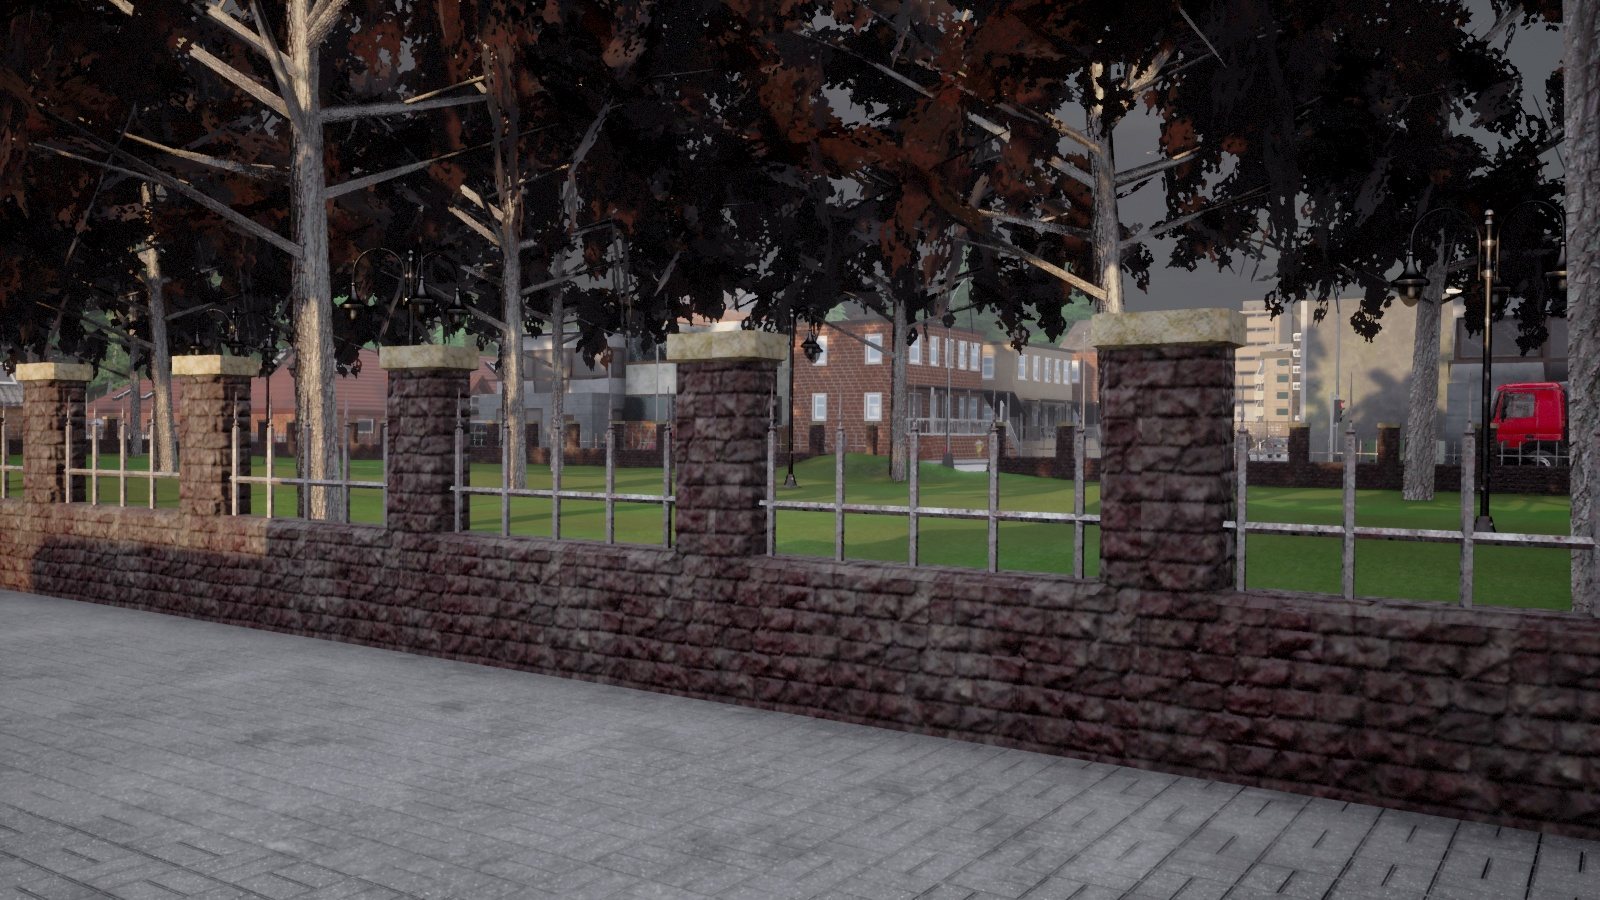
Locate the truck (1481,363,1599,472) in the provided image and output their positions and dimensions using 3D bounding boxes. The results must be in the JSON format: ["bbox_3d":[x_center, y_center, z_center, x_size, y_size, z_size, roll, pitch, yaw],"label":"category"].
[{"bbox_3d":[26.780,-1.050,40.767,7.936,3.462,2.891,0,1,34],"label":"truck"}]

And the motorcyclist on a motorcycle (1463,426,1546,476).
[{"bbox_3d":[21.969,0.032,39.185,2.191,1.530,0.866,0,1,34],"label":"motorcyclist on a motorcycle"}]

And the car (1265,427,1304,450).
[{"bbox_3d":[34.099,-0.804,88.297,1.789,1.549,3.705,0,1,34],"label":"car"}]

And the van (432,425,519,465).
[{"bbox_3d":[-16.780,-0.251,64.967,4.442,1.987,1.775,0,1,32],"label":"van"}]
